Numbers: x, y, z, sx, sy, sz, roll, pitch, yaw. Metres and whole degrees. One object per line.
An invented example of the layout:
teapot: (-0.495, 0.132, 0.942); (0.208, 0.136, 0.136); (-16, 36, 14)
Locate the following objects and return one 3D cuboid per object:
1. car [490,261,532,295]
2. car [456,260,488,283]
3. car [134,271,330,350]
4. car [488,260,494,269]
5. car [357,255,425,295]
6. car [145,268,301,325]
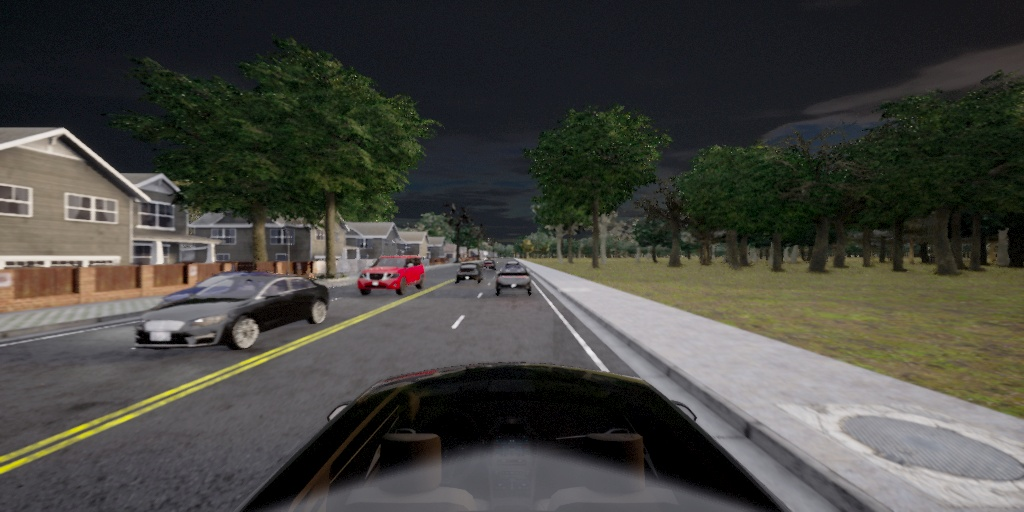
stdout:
car: (0.089, 1.247, 20.087); (2.128, 1.511, 4.902); (0, 0, 0)
car: (-3.165, 1.264, 27.679); (1.837, 1.490, 4.892); (0, 1, 0)
car: (-6.557, 1.244, 9.154); (2.128, 1.511, 4.902); (0, 0, 0)
car: (-3.174, 1.267, 49.927); (1.837, 1.490, 4.892); (0, 0, 0)
car: (-6.535, 0.976, 20.175); (2.150, 2.045, 5.566); (0, 0, 2)
car: (-9.838, 1.279, 12.832); (1.812, 1.442, 4.674); (0, 1, 0)
